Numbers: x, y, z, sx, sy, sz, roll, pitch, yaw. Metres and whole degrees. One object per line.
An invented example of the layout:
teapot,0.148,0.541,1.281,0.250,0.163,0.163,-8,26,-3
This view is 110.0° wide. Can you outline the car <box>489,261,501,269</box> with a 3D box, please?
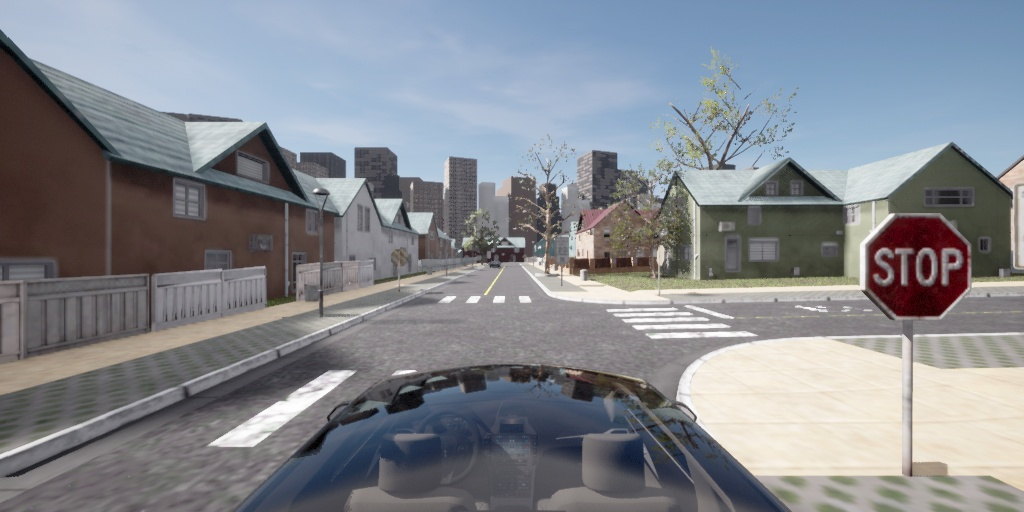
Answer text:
car,-2.750,1.421,58.683,1.895,1.301,4.718,0,0,0
